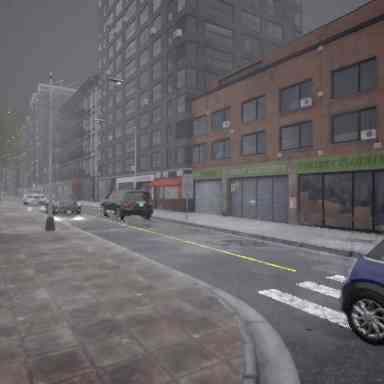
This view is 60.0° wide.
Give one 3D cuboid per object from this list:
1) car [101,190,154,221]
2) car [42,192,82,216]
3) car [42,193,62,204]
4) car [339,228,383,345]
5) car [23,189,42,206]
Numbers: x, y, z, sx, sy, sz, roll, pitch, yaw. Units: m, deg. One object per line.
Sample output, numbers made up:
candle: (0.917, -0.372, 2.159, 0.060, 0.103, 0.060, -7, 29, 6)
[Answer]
car: (-4.651, 0.868, 23.371, 2.150, 2.045, 5.566, 0, 1, -32)
car: (-10.471, 0.897, 26.976, 2.097, 1.767, 4.553, 0, 1, -33)
car: (-19.902, 0.869, 47.158, 1.837, 1.490, 4.892, 0, 0, -33)
car: (4.274, 1.326, 3.938, 2.097, 1.767, 4.553, 0, 1, -33)
car: (-19.965, 0.584, 41.976, 2.150, 2.045, 5.566, 0, 0, -33)
